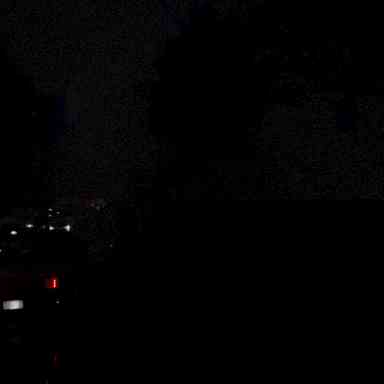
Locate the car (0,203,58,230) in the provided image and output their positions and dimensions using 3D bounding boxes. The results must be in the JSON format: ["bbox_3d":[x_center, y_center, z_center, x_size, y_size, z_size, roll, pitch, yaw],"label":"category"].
[{"bbox_3d":[-9.194,1.569,18.606,2.033,1.411,5.357,-1,0,-13],"label":"car"}]

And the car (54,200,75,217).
[{"bbox_3d":[-12.123,1.521,30.980,1.812,1.442,4.674,-1,1,-14],"label":"car"}]

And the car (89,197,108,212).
[{"bbox_3d":[-10.604,1.463,37.727,1.812,1.442,4.674,-1,0,-14],"label":"car"}]

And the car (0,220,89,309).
[{"bbox_3d":[-3.479,1.596,7.728,1.895,1.301,4.718,-1,0,-13],"label":"car"}]

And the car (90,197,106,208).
[{"bbox_3d":[-13.515,1.451,47.644,2.033,1.411,5.357,-1,0,-18],"label":"car"}]
